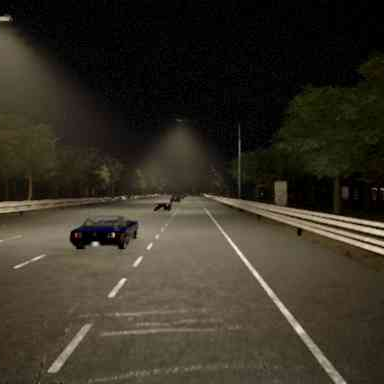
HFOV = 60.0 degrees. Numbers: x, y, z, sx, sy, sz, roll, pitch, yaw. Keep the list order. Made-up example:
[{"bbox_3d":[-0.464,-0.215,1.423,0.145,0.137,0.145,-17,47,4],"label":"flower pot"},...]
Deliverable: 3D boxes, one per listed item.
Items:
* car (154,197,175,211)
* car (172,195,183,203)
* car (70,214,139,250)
[{"bbox_3d":[-3.501,1.615,41.271,1.895,1.301,4.718,0,0,0],"label":"car"},{"bbox_3d":[-3.475,1.404,70.452,2.097,1.767,4.553,0,0,0],"label":"car"},{"bbox_3d":[-3.504,1.605,14.282,1.895,1.301,4.718,0,0,0],"label":"car"}]
